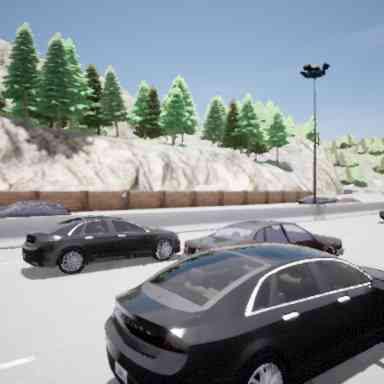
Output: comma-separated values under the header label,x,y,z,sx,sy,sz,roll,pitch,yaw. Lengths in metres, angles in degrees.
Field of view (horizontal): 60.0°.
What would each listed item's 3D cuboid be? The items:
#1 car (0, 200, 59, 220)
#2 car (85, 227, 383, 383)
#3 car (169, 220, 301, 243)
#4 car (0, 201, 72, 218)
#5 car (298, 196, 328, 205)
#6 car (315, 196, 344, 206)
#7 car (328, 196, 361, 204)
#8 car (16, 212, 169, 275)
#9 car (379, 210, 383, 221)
label,x,y,z,sx,sy,sz,roll,pitch,yaw
car,-14.166,1.478,28.294,4.902,1.511,2.128,0,0,-36
car,1.282,1.493,4.664,4.892,1.490,1.837,-1,0,-35
car,2.221,1.522,9.637,5.357,1.411,2.033,0,0,-36
car,-10.966,1.537,21.971,5.357,1.411,2.033,0,0,-36
car,16.042,1.370,42.224,4.892,1.490,1.837,0,0,-39
car,21.194,1.377,51.236,5.357,1.411,2.033,0,0,-42
car,18.595,1.387,39.797,4.674,1.442,1.812,0,0,-39
car,-2.606,1.492,10.489,4.892,1.490,1.837,0,0,-35
car,15.269,1.506,23.626,4.718,1.301,1.895,0,0,-37
